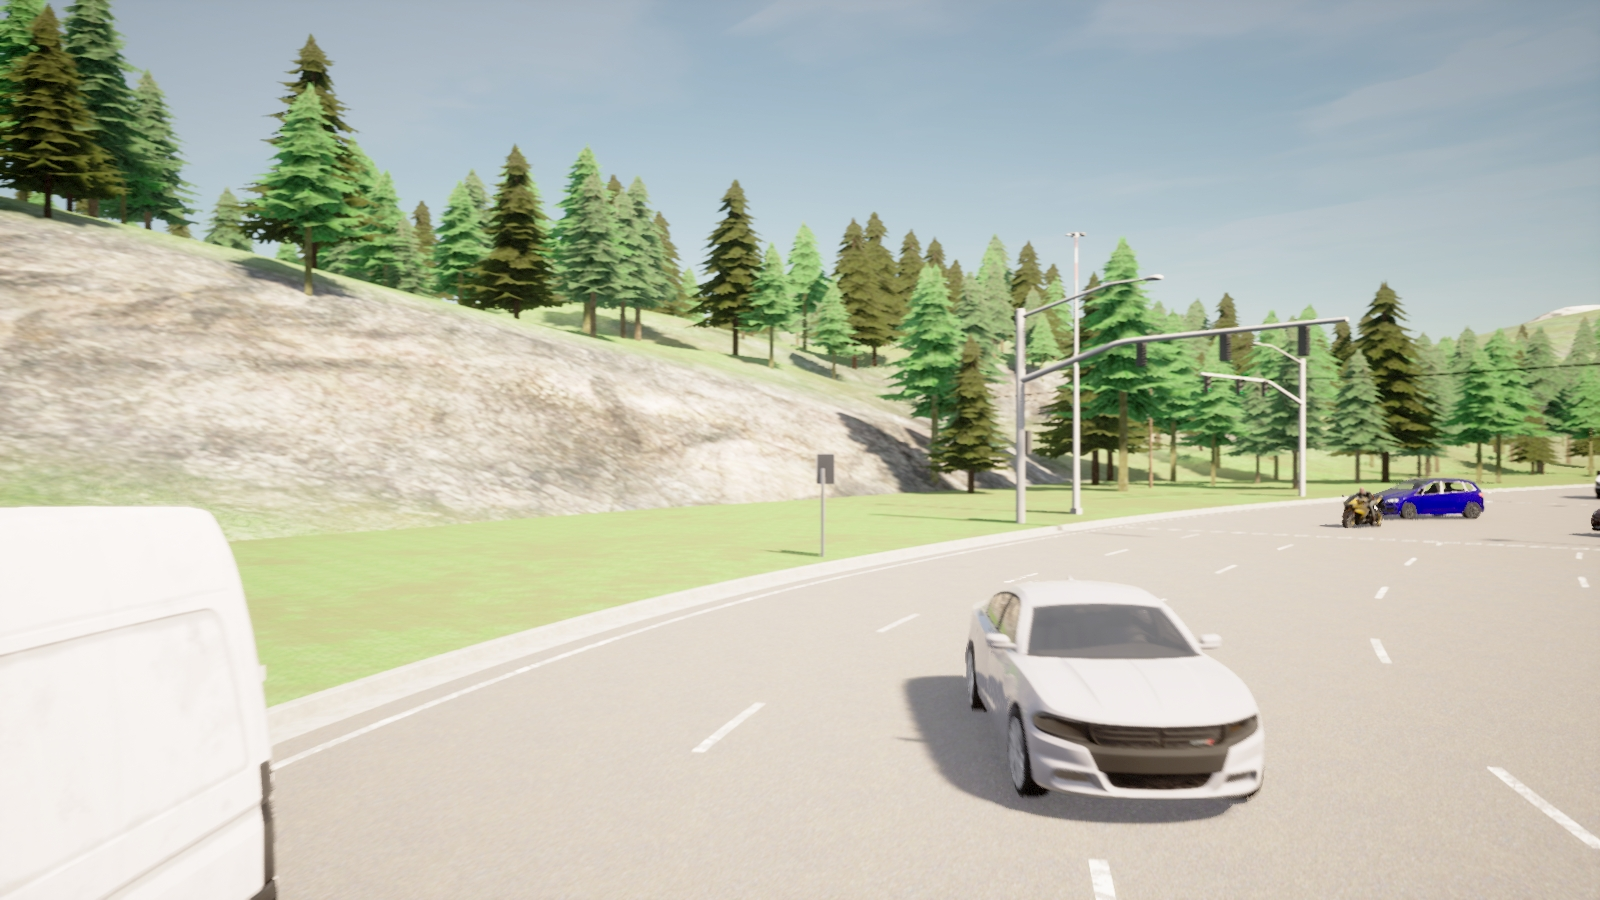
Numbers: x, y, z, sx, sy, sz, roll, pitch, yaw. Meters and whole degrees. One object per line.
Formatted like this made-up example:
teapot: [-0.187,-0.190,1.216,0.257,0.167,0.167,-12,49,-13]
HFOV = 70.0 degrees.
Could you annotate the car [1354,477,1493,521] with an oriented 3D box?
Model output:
car: [25.499,1.979,46.816,4.611,1.667,2.242,0,0,-11]

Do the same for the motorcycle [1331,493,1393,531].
motorcycle: [20.221,2.214,41.107,2.209,1.251,0.867,0,1,-30]

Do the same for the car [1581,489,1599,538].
car: [27.900,2.052,36.581,4.514,1.525,2.007,0,0,-3]

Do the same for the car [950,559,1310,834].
car: [2.731,2.036,10.833,2.097,1.535,5.006,0,0,2]

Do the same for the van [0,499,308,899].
van: [-3.619,1.533,2.688,1.988,2.561,5.915,-1,0,4]
